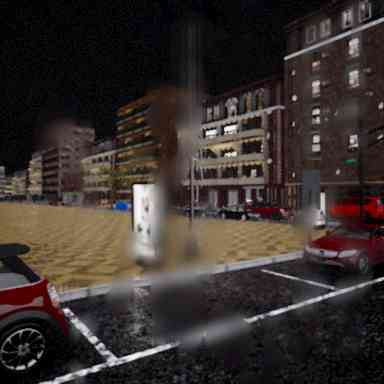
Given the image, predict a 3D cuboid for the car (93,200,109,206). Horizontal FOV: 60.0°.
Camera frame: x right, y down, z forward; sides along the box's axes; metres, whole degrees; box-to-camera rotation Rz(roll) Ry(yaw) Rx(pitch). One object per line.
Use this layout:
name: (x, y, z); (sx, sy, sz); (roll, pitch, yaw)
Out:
car: (-21.518, 2.546, 80.241); (1.967, 1.590, 4.097); (-2, 0, -36)

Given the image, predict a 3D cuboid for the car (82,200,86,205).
car: (-28.053, 2.815, 89.259); (1.887, 1.381, 4.507); (-2, 0, -36)

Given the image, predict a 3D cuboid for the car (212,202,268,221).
car: (4.284, 1.902, 30.157); (2.008, 1.369, 4.403); (-1, 0, -36)

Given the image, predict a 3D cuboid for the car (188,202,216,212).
car: (1.431, 2.117, 48.726); (1.802, 1.307, 4.206); (-2, 0, -36)

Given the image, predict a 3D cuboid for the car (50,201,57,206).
car: (-34.838, 2.873, 84.341); (1.887, 1.381, 4.507); (-2, 0, -36)

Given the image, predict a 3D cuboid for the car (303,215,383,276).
car: (5.241, 1.588, 10.312); (4.206, 1.307, 1.802); (0, 0, -36)

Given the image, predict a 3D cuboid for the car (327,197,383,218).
car: (13.438, 1.427, 27.803); (2.150, 2.045, 5.566); (0, -1, -36)

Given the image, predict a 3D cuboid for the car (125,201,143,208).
car: (-11.708, 2.443, 66.715); (1.802, 1.307, 4.206); (-2, 0, -36)

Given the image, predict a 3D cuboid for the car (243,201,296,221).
car: (7.316, 1.664, 30.624); (2.097, 1.767, 4.553); (0, -1, -36)

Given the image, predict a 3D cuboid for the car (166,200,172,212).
car: (-5.163, 2.185, 47.878); (1.994, 1.385, 4.181); (0, -1, -36)

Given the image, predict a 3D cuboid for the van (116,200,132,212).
van: (-9.995, 2.048, 50.019); (1.690, 1.788, 3.998); (-1, 0, -36)

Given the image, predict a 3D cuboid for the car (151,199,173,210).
car: (-5.170, 2.138, 57.700); (1.967, 1.590, 4.097); (-2, 0, -36)

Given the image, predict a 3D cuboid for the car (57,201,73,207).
car: (-28.300, 2.715, 75.323); (2.008, 1.369, 4.403); (-1, 0, -36)

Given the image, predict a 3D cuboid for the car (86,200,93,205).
car: (-24.783, 2.754, 84.750); (1.947, 1.339, 4.313); (-2, 0, -36)

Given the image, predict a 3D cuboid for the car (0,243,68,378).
car: (-3.758, 1.439, 3.888); (4.097, 1.590, 1.967); (0, 0, -36)

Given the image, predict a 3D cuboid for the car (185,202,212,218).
car: (1.015, 1.983, 34.666); (2.008, 1.369, 4.403); (-1, 0, -36)
